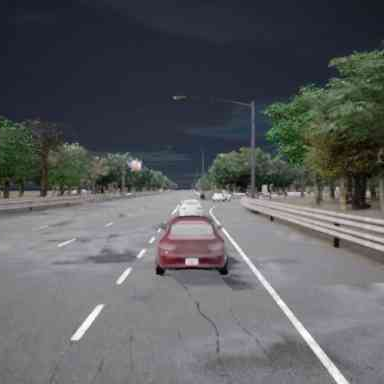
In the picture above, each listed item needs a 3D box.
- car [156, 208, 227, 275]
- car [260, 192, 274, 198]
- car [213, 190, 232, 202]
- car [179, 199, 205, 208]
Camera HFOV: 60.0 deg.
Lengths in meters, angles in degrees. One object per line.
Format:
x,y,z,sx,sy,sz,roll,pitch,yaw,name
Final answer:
-0.005,1.436,10.031,1.812,1.442,4.674,0,0,0,car
18.487,0.754,81.651,1.812,1.442,4.674,0,1,41,car
5.328,0.700,58.208,2.150,2.045,5.566,0,0,21,car
-0.007,1.304,25.741,1.812,1.442,4.674,0,0,0,car
